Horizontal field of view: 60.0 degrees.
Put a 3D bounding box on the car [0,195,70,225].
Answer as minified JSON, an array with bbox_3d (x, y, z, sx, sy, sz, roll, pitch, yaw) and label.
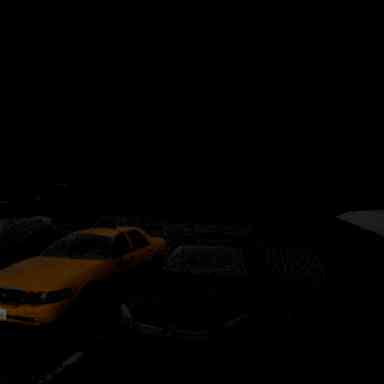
[{"bbox_3d":[-6.988,1.233,11.177,2.435,2.045,5.566,0,-1,15],"label":"car"}]

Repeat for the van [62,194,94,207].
[{"bbox_3d":[-18.170,1.277,53.094,4.442,1.987,1.878,-1,0,14],"label":"van"}]

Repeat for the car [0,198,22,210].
[{"bbox_3d":[-24.850,1.527,43.046,4.792,1.488,2.163,-1,0,14],"label":"car"}]

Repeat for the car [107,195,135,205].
[{"bbox_3d":[-12.949,1.378,60.570,4.553,1.767,2.185,-1,0,14],"label":"car"}]

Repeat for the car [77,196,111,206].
[{"bbox_3d":[-16.366,1.504,55.577,4.892,1.521,2.231,-1,-1,14],"label":"car"}]

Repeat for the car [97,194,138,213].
[{"bbox_3d":[-9.216,1.243,35.921,5.566,2.045,2.435,1,1,14],"label":"car"}]

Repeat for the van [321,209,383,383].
[{"bbox_3d":[2.831,1.261,4.291,1.878,1.987,4.442,0,-1,15],"label":"van"}]

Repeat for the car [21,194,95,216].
[{"bbox_3d":[-12.473,1.241,31.021,5.566,2.045,2.435,1,0,14],"label":"car"}]

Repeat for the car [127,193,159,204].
[{"bbox_3d":[-9.623,1.254,65.594,5.566,2.045,2.435,-1,0,14],"label":"car"}]

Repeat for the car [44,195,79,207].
[{"bbox_3d":[-19.778,1.376,50.580,4.553,1.767,2.185,-1,-1,14],"label":"car"}]

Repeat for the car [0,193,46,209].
[{"bbox_3d":[-23.161,1.247,45.555,5.566,2.045,2.435,-1,0,14],"label":"car"}]

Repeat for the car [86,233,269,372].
[{"bbox_3d":[0.362,1.525,5.923,2.002,1.452,4.674,1,-1,15],"label":"car"}]

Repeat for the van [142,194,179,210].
[{"bbox_3d":[-4.101,1.274,43.249,4.442,1.987,1.878,1,0,14],"label":"van"}]

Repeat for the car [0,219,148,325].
[{"bbox_3d":[-2.138,1.479,7.483,1.946,1.575,5.366,1,-1,15],"label":"car"}]

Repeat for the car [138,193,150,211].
[{"bbox_3d":[-7.557,1.244,38.372,5.566,2.045,2.435,1,1,14],"label":"car"}]

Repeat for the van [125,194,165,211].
[{"bbox_3d":[-5.759,1.273,40.798,4.442,1.987,1.878,1,0,14],"label":"van"}]

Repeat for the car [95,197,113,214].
[{"bbox_3d":[-10.873,1.522,33.461,4.792,1.488,2.163,1,1,14],"label":"car"}]

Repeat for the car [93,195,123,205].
[{"bbox_3d":[-14.639,1.378,58.056,4.553,1.767,2.185,-1,0,14],"label":"car"}]

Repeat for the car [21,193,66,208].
[{"bbox_3d":[-21.413,1.248,48.067,5.566,2.045,2.435,-1,-1,14],"label":"car"}]
